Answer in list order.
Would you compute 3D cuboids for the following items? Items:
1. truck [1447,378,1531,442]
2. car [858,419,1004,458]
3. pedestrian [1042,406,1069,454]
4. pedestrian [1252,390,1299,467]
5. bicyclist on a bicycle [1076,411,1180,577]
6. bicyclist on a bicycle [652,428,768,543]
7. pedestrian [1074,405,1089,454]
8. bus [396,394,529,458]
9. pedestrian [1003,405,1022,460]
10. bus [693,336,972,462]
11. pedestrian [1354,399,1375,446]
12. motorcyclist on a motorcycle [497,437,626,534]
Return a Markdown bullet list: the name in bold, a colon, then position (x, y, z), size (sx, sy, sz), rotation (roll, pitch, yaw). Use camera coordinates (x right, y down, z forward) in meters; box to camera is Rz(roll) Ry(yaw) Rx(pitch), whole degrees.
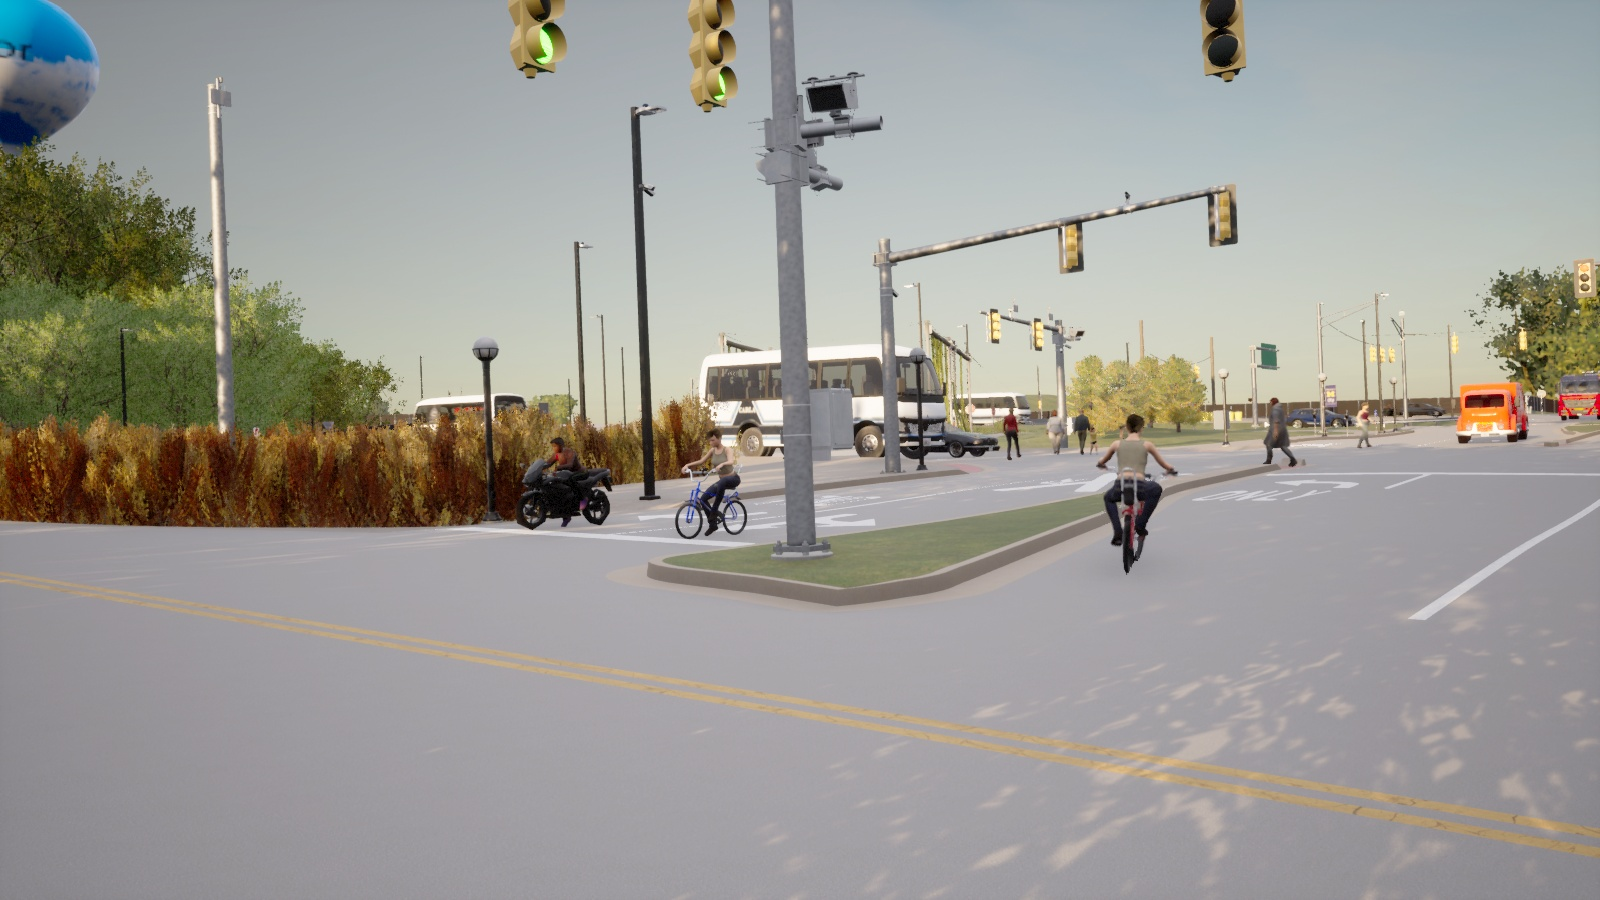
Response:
- **truck**: position (29.175, -1.712, 53.103), size (2.627, 2.467, 5.204), rotation (-2, 2, 34)
- **car**: position (5.073, -0.435, 49.106), size (5.357, 1.411, 2.033), rotation (0, 1, 37)
- **pedestrian**: position (10.047, -0.778, 49.400), size (0.874, 1.855, 0.900), rotation (-2, 0, 18)
- **pedestrian**: position (12.346, -0.556, 32.590), size (0.873, 1.952, 0.659), rotation (-3, 0, 45)
- **bicyclist on a bicycle**: position (3.466, 0.410, 13.190), size (0.866, 1.612, 1.509), rotation (1, 3, 21)
- **bicyclist on a bicycle**: position (-1.327, 0.498, 18.665), size (0.866, 1.612, 1.509), rotation (-1, 0, 41)
- **pedestrian**: position (10.926, -0.791, 48.767), size (0.402, 1.842, 0.726), rotation (-2, 0, 21)
- **bus**: position (-24.402, -1.619, 90.577), size (10.273, 4.253, 3.944), rotation (-1, -1, 39)
- **pedestrian**: position (7.246, -0.611, 42.803), size (0.331, 1.846, 0.636), rotation (-3, 0, 35)
- **bus**: position (1.031, -1.754, 47.454), size (10.273, 4.253, 3.944), rotation (0, 1, 41)
- **pedestrian**: position (22.465, -1.087, 49.969), size (0.345, 1.836, 0.594), rotation (-2, 0, -33)
- **motorcyclist on a motorcycle**: position (-3.957, 0.560, 20.984), size (0.797, 1.523, 2.044), rotation (-1, 0, 39)
